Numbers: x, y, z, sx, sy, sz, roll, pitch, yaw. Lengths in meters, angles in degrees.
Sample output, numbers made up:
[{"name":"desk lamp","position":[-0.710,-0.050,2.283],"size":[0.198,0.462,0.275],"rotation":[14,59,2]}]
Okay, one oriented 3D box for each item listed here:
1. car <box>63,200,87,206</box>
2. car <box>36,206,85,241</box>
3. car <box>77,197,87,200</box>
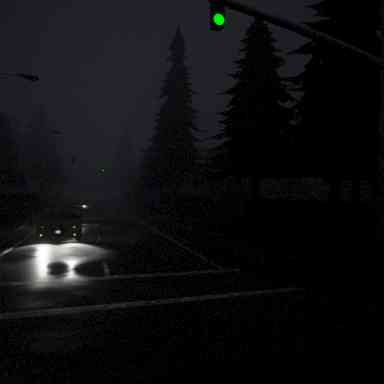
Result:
[{"name":"car","position":[-9.726,1.629,26.928],"size":[2.033,1.411,5.357],"rotation":[1,0,-17]},{"name":"car","position":[-6.671,1.638,17.012],"size":[1.994,1.385,4.181],"rotation":[1,0,-17]},{"name":"car","position":[-20.324,1.597,61.262],"size":[2.128,1.511,4.902],"rotation":[1,0,-17]}]
